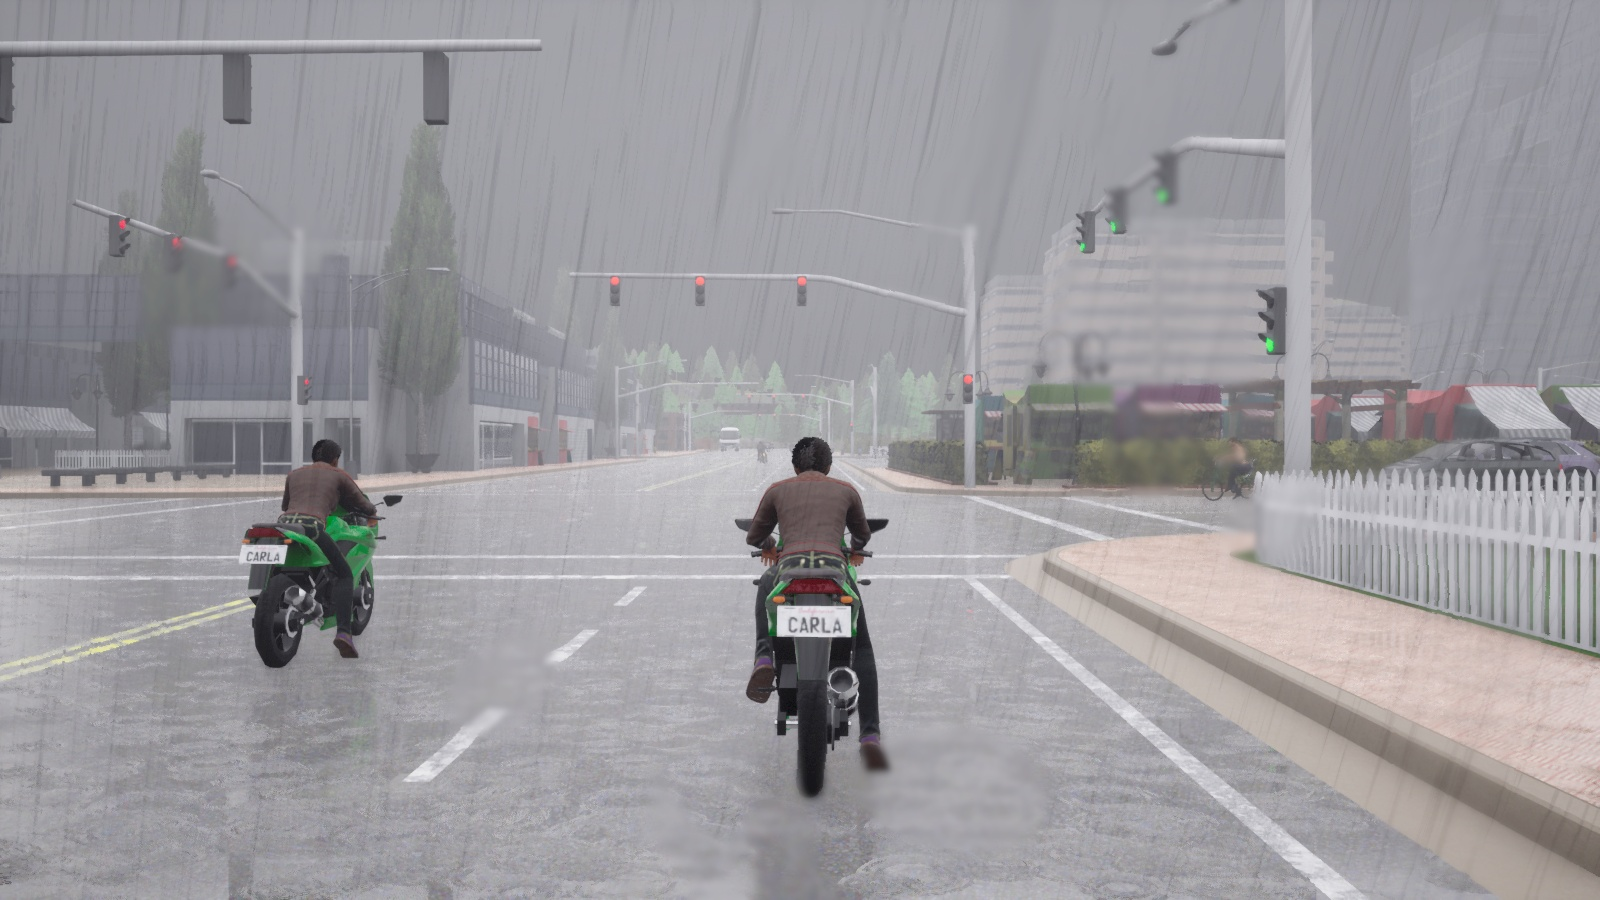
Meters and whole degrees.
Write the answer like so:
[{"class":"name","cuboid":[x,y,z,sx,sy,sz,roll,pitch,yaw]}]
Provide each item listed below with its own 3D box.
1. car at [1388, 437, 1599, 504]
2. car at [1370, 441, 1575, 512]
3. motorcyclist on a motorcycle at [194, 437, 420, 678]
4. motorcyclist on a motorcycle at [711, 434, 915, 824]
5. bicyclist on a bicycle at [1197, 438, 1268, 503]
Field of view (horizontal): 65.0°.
[{"class":"car","cuboid":[17.933,0.510,32.101,4.856,1.649,2.033,0,0,-1]},{"class":"car","cuboid":[15.225,0.576,28.550,3.705,1.549,1.789,0,0,-1]},{"class":"motorcyclist on a motorcycle","cuboid":[-3.424,0.675,8.958,0.797,1.523,2.044,0,0,0]},{"class":"motorcyclist on a motorcycle","cuboid":[0.056,0.695,5.932,0.797,1.523,2.044,0,0,0]},{"class":"bicyclist on a bicycle","cuboid":[11.005,0.511,31.967,1.509,1.612,0.866,0,0,-1]}]
